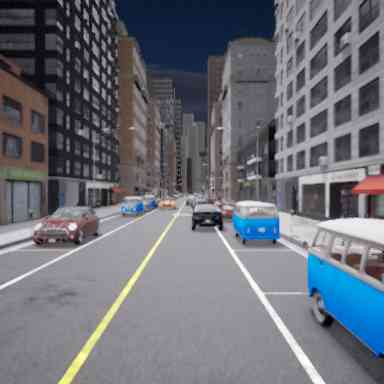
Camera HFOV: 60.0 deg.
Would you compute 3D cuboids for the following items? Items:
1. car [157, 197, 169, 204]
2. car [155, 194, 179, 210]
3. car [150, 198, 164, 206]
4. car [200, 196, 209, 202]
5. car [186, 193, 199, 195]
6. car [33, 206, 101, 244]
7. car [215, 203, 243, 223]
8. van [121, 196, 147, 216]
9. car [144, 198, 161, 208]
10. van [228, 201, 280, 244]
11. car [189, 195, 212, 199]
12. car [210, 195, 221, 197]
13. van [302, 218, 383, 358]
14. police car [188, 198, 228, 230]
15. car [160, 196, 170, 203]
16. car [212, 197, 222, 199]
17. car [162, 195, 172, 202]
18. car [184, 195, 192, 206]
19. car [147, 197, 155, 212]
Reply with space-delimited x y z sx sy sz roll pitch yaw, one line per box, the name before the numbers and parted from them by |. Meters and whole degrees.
car | -5.684 1.591 65.000 1.947 1.339 4.313 0 0 0
car | -3.092 1.363 42.804 2.097 1.767 4.553 0 0 0
car | -5.681 1.600 53.998 1.802 1.307 4.206 0 0 0
car | 2.839 1.600 76.005 1.947 1.339 4.313 0 0 0
car | -0.016 1.450 71.509 1.812 1.442 4.674 0 0 0
car | -5.673 1.444 15.489 1.967 1.590 4.097 0 0 0
car | 2.850 1.589 26.493 1.802 1.307 4.206 0 0 0
van | -5.677 1.350 31.993 1.690 1.788 3.998 0 0 0
car | -5.680 1.581 48.496 1.947 1.339 4.313 0 0 0
van | 2.852 1.345 15.490 1.690 1.788 3.998 0 0 0
car | 0.892 1.466 37.358 1.801 1.575 5.366 0 0 0
car | 2.846 1.328 42.997 2.192 1.841 5.009 0 0 0
van | 2.854 1.342 4.487 1.690 1.788 3.998 0 0 0
police car | 0.895 1.431 21.277 1.930 1.638 5.238 0 0 0
car | -5.686 1.611 70.502 1.802 1.307 4.206 0 0 0
car | 2.848 1.592 37.495 1.802 1.307 4.206 0 0 0
car | -5.687 1.474 76.003 1.967 1.590 4.097 0 0 0
car | -0.012 1.584 56.404 1.994 1.385 4.181 0 0 0
car | -5.678 1.561 37.493 2.008 1.369 4.403 0 0 0
